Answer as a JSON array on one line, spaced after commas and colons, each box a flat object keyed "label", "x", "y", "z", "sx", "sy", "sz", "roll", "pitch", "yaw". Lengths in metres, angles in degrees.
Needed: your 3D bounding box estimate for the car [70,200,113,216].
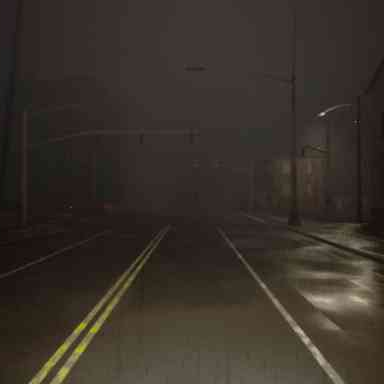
[{"label": "car", "x": -11.233, "y": 1.689, "z": 37.045, "sx": 4.553, "sy": 1.767, "sz": 2.097, "roll": 0, "pitch": 0, "yaw": 11}]
